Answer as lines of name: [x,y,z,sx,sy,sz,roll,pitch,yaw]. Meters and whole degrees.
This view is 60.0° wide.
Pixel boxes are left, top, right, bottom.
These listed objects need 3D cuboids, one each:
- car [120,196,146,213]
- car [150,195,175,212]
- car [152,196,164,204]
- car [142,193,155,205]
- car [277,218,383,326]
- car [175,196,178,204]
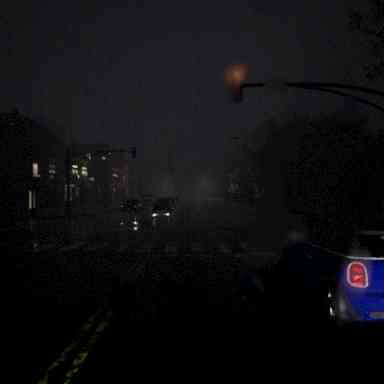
car: [-6.667,1.493,37.170,1.812,1.442,4.674,0,0,1]
car: [-3.406,1.443,38.996,1.882,1.535,5.008,0,0,0]
car: [-6.699,1.509,65.515,1.994,1.385,4.181,0,0,0]
car: [-6.703,1.180,50.627,2.150,2.045,5.566,0,0,-1]
car: [3.346,1.345,7.218,2.097,1.767,4.553,0,0,0]
car: [-3.440,1.462,49.298,1.837,1.490,4.892,0,0,0]
